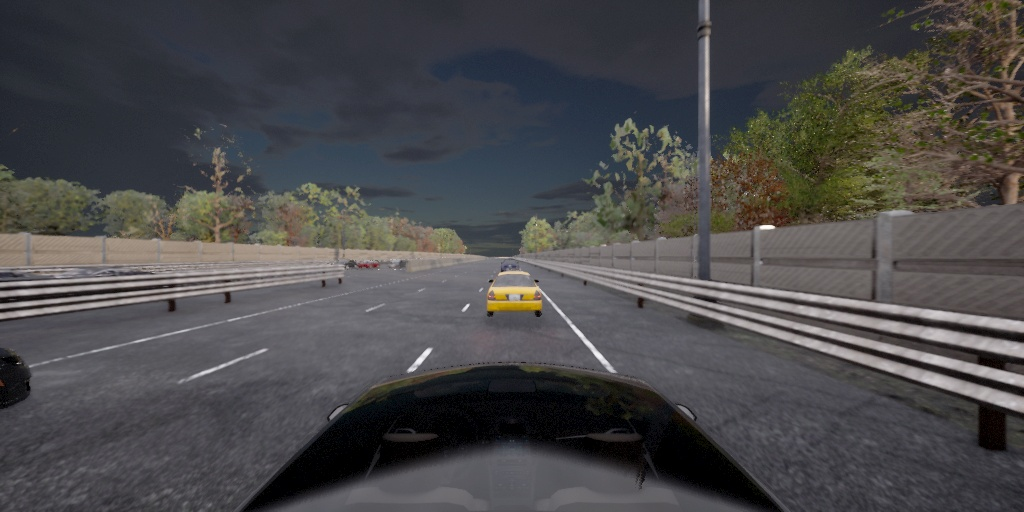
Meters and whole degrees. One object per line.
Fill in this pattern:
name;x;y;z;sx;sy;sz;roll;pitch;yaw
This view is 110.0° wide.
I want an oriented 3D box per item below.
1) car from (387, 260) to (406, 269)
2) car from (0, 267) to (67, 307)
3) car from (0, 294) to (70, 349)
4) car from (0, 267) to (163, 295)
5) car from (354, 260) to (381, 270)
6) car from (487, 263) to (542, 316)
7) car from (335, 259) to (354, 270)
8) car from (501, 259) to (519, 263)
car;-18.154;1.293;56.612;1.812;1.442;4.674;0;0;0
car;-21.361;1.246;13.877;2.128;1.511;4.902;0;0;1
car;-6.903;1.254;2.368;1.837;1.490;4.892;0;-1;0
car;-17.828;1.246;15.265;2.128;1.511;4.902;0;0;1
car;-21.617;1.368;54.245;1.895;1.301;4.718;0;0;0
car;0.066;1.210;13.291;1.801;1.575;5.366;0;0;0
car;-25.119;1.270;54.339;1.837;1.490;4.892;0;0;0
car;-0.257;1.115;42.232;2.097;1.767;4.553;0;0;-1
